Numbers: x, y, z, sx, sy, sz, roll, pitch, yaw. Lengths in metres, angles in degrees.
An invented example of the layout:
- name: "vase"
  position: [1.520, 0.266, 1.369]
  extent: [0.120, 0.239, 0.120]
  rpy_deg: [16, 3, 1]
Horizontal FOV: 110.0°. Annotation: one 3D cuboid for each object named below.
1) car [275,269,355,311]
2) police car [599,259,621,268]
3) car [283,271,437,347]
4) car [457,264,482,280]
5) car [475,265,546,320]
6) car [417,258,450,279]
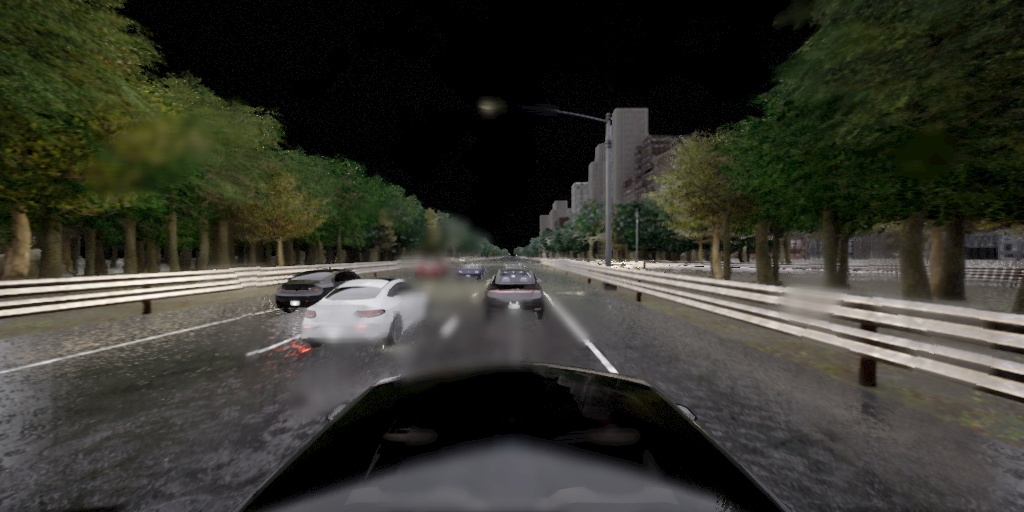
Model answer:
- name: "car"
  position: [-6.894, 1.243, 13.813]
  extent: [1.837, 1.490, 4.892]
  rpy_deg: [0, 0, 0]
- name: "police car"
  position: [16.261, 1.210, 60.110]
  extent: [1.930, 1.638, 5.238]
  rpy_deg: [0, 1, -33]
- name: "car"
  position: [-3.399, 1.270, 9.141]
  extent: [1.812, 1.442, 4.674]
  rpy_deg: [0, 0, 0]
- name: "car"
  position: [-3.388, 1.302, 30.561]
  extent: [1.895, 1.301, 4.718]
  rpy_deg: [0, 0, 0]
- name: "car"
  position: [0.104, 1.230, 12.560]
  extent: [2.128, 1.511, 4.902]
  rpy_deg: [0, 0, 0]
- name: "car"
  position: [-6.888, 1.051, 31.757]
  extent: [2.097, 1.767, 4.553]
  rpy_deg: [0, 0, 0]
